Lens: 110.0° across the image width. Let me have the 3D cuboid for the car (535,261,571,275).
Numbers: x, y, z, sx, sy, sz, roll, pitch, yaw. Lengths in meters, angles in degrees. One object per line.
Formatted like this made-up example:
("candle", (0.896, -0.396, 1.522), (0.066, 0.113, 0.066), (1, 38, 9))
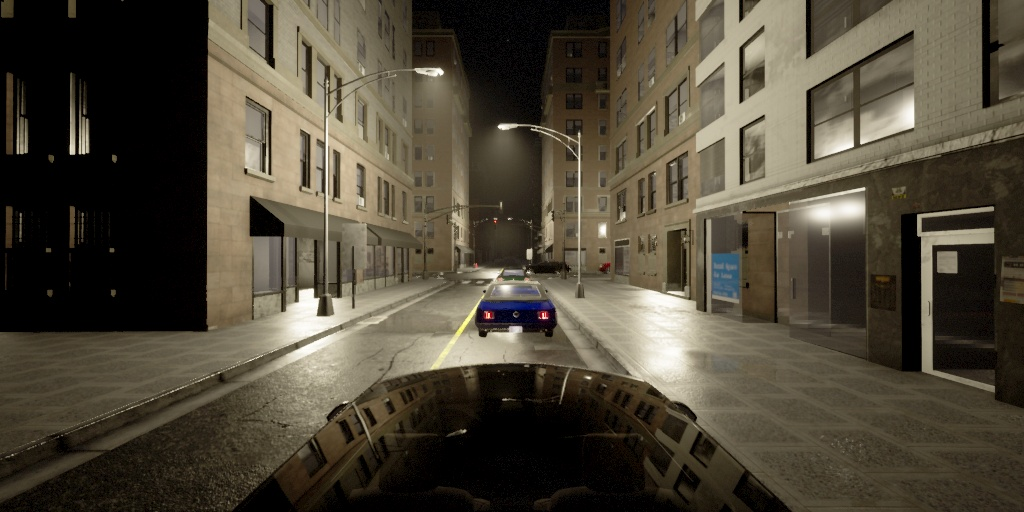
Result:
("car", (3.795, 1.258, 38.591), (5.008, 1.535, 1.882), (0, 0, 20))

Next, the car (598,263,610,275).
("car", (12.242, 1.102, 40.016), (5.009, 1.841, 2.192), (0, 0, 0))

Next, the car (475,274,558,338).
("car", (0.096, 1.352, 10.226), (1.895, 1.301, 4.718), (0, 0, 0))

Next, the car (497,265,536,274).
("car", (0.086, 1.321, 20.115), (1.994, 1.385, 4.181), (0, 0, 0))
